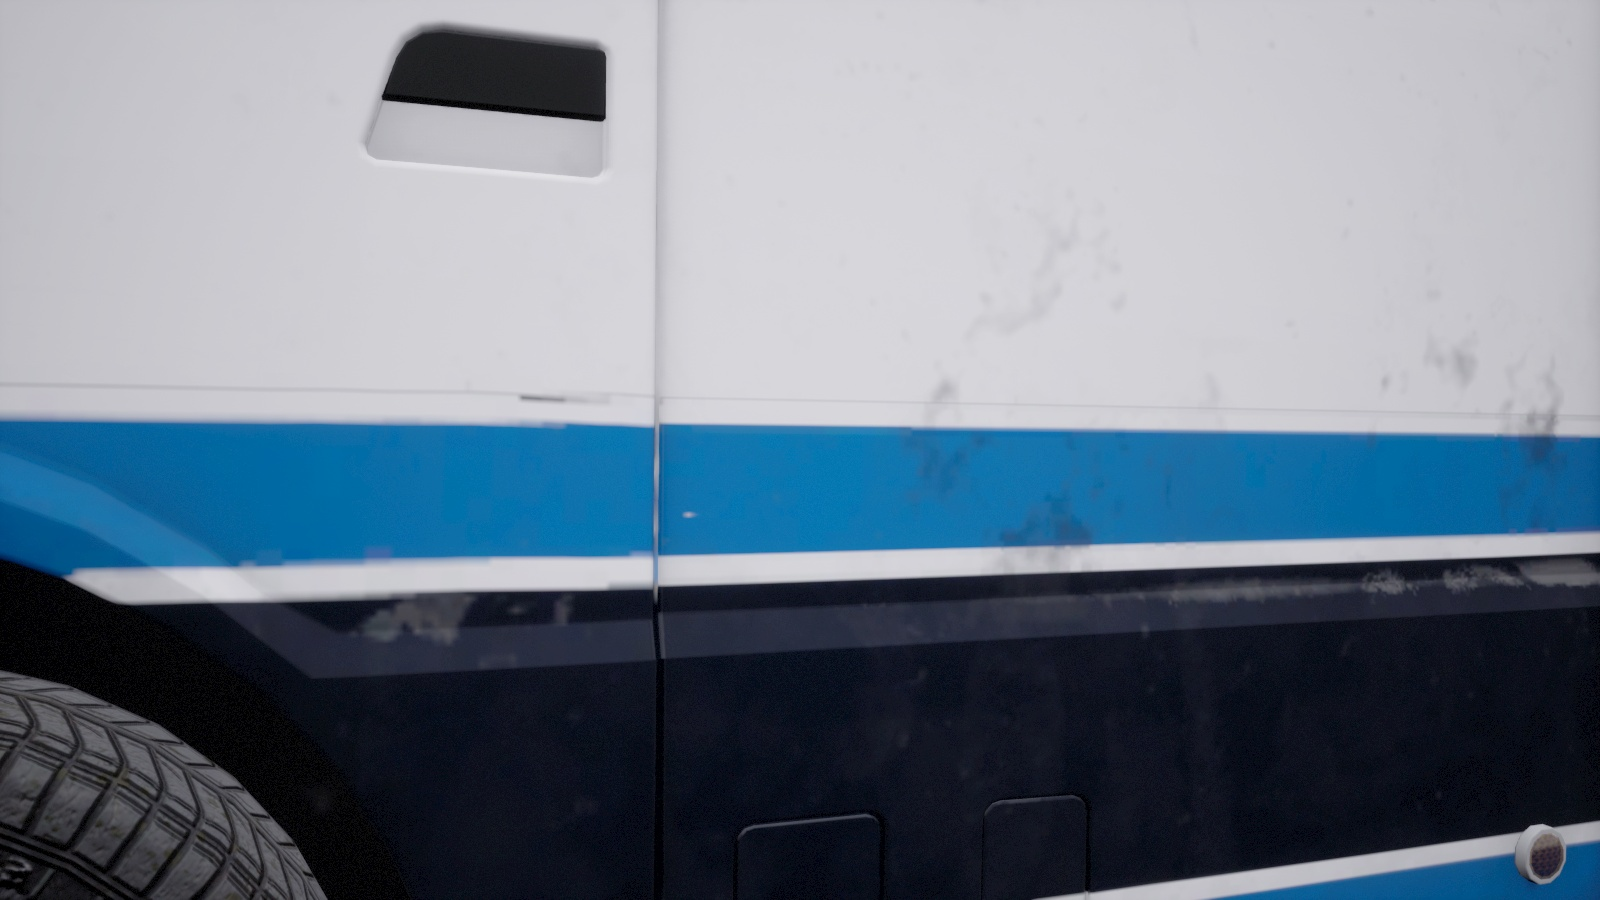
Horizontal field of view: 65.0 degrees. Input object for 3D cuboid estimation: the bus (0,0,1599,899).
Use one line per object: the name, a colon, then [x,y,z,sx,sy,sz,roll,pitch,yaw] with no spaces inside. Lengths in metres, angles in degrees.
bus: [1.219,-0.652,3.684,10.273,4.253,3.944,-1,1,-21]
